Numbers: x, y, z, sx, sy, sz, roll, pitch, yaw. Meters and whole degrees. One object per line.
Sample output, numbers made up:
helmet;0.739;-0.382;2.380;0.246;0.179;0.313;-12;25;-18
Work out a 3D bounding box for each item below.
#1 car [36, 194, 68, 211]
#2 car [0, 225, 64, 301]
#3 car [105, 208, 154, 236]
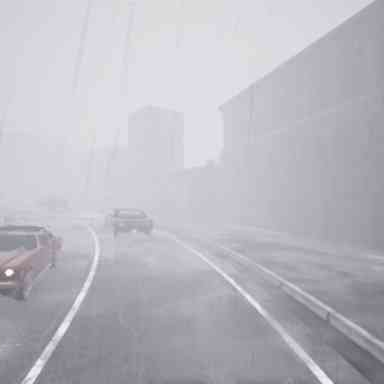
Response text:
car;-15.033;1.028;35.655;2.097;1.767;4.553;3;-1;-43
car;-4.520;1.553;8.136;1.895;1.301;4.718;0;0;-11
car;-3.506;1.526;17.814;1.895;1.301;4.718;1;0;-21
